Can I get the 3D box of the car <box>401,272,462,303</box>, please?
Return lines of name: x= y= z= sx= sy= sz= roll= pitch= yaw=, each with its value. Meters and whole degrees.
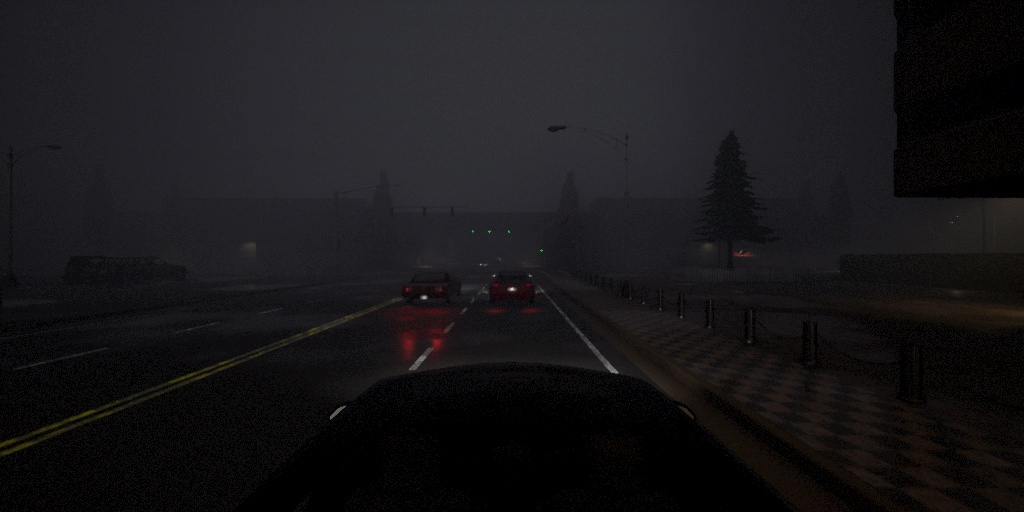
car: x=-3.500 y=1.364 z=16.530 sx=1.895 sy=1.301 sz=4.718 roll=0 pitch=0 yaw=0

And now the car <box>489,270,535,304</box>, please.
car: x=0.000 y=1.320 z=16.500 sx=1.994 sy=1.385 sz=4.181 roll=0 pitch=0 yaw=0
